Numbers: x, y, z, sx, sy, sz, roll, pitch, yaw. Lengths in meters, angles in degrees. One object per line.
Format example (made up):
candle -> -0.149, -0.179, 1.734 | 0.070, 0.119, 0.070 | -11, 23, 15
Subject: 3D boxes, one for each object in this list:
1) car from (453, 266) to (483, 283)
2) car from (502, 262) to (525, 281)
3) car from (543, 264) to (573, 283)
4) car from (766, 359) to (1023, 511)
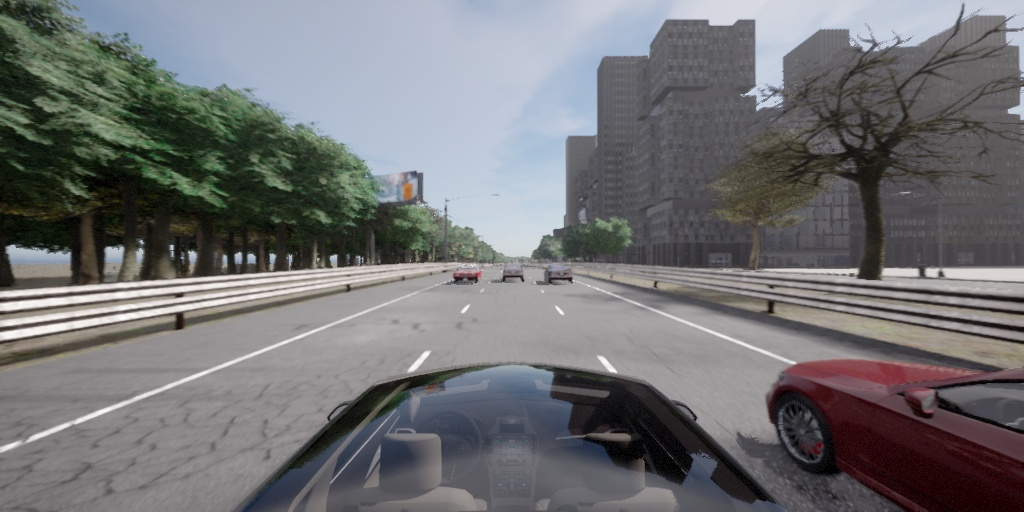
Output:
car -> -3.404, 1.418, 28.501 | 1.895, 1.301, 4.718 | 0, 0, 0
car -> 0.100, 1.390, 30.999 | 2.033, 1.411, 5.357 | 0, -1, 0
car -> 3.595, 1.364, 28.396 | 2.033, 1.411, 5.357 | 0, 0, 0
car -> 3.597, 1.276, 1.823 | 1.812, 1.442, 4.674 | 0, 0, 0
